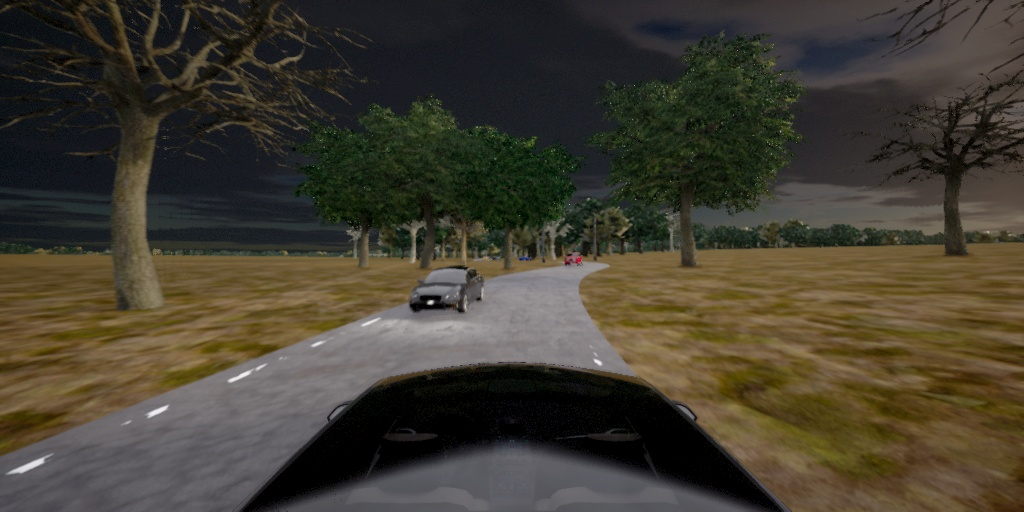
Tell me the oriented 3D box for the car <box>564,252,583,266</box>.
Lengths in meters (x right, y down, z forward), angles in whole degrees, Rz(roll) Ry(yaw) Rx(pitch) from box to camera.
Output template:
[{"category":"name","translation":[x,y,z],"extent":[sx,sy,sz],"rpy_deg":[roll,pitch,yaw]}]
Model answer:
[{"category":"car","translation":[9.306,0.473,54.130],"extent":[2.150,2.045,5.566],"rpy_deg":[0,1,18]}]

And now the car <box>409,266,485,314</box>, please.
[{"category":"car","translation":[-2.264,1.157,13.575],"extent":[1.837,1.490,4.892],"rpy_deg":[0,1,7]}]
